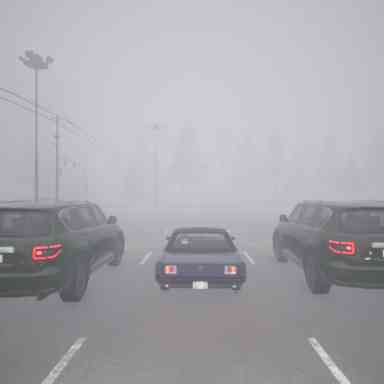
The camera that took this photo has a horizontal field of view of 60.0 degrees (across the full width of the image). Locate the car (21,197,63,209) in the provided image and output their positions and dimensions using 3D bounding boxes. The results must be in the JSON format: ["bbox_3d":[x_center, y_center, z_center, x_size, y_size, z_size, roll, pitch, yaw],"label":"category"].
[{"bbox_3d":[-20.303,1.488,45.093,4.892,1.490,1.837,0,0,1],"label":"car"}]

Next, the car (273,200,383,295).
[{"bbox_3d":[3.723,1.219,8.820,2.150,2.045,5.566,0,0,1],"label":"car"}]

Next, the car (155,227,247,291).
[{"bbox_3d":[0.227,1.598,8.944,1.895,1.301,4.718,0,0,1],"label":"car"}]

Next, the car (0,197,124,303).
[{"bbox_3d":[-3.290,1.219,8.340,2.150,2.045,5.566,0,0,1],"label":"car"}]

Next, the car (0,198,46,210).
[{"bbox_3d":[-21.238,1.476,41.617,4.902,1.511,2.128,0,0,1],"label":"car"}]

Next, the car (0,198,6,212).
[{"bbox_3d":[-24.258,1.491,38.195,4.892,1.490,1.837,0,0,1],"label":"car"}]
